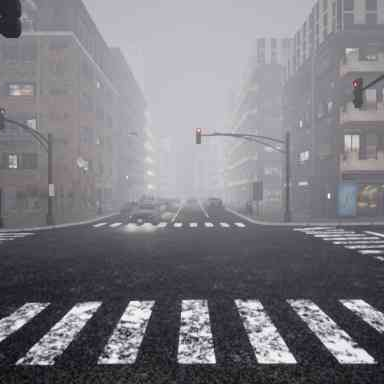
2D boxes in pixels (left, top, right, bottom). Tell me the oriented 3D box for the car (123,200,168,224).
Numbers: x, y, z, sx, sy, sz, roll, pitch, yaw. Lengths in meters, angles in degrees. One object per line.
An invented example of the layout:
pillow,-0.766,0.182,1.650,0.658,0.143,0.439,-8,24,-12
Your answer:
car,-3.328,1.552,24.970,2.033,1.411,5.357,0,0,3

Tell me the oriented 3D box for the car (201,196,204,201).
car,2.623,1.451,43.601,1.967,1.590,4.097,0,0,0

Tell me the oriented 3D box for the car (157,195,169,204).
car,-5.793,1.465,66.316,1.967,1.590,4.097,0,0,0

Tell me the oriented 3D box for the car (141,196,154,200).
car,-5.748,1.534,37.734,1.752,1.417,4.829,0,0,0

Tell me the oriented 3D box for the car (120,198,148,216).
car,-5.739,1.572,32.221,1.947,1.339,4.313,0,0,0

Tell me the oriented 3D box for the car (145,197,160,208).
car,-5.766,1.539,49.098,1.752,1.417,4.829,0,0,0

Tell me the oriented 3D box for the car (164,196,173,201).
car,-5.819,1.589,83.362,2.008,1.369,4.403,0,0,0

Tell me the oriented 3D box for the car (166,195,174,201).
car,-5.828,1.595,89.045,2.008,1.369,4.403,0,0,0

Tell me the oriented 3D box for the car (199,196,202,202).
car,2.606,1.599,54.966,1.802,1.307,4.206,0,0,0

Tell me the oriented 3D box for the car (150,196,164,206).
car,-5.775,1.457,54.951,1.967,1.590,4.097,0,0,0

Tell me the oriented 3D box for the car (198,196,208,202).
car,2.570,1.585,77.695,2.008,1.369,4.403,0,0,0

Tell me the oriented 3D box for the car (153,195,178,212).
car,-3.159,1.500,39.494,2.128,1.511,4.902,0,0,0

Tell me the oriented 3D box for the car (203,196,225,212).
car,2.632,1.448,37.919,1.967,1.590,4.097,0,0,0

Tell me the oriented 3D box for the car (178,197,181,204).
car,-3.113,1.623,63.114,1.895,1.301,4.718,0,0,0

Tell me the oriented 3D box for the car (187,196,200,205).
car,0.012,1.510,58.169,2.128,1.511,4.902,0,0,0
